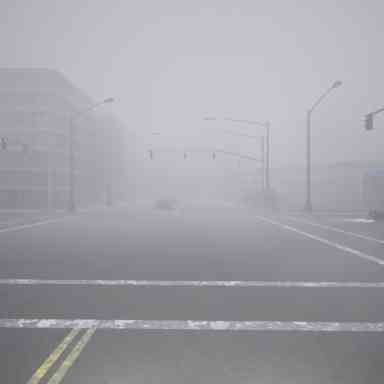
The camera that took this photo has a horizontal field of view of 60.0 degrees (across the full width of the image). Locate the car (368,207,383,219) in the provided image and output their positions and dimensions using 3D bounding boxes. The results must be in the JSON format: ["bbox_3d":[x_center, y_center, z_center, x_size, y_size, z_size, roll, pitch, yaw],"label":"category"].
[{"bbox_3d":[16.404,1.564,26.446,4.181,1.385,1.994,0,0,0],"label":"car"}]

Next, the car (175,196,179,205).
[{"bbox_3d":[-3.587,1.477,54.723,1.882,1.535,5.008,0,0,0],"label":"car"}]

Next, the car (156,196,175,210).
[{"bbox_3d":[-3.597,1.477,43.472,1.882,1.535,5.008,0,0,0],"label":"car"}]
